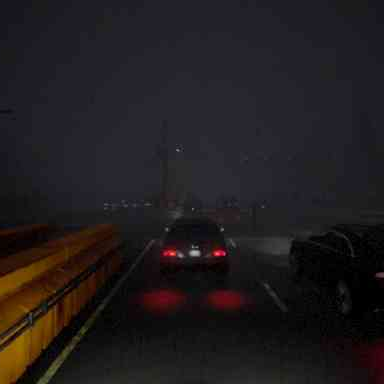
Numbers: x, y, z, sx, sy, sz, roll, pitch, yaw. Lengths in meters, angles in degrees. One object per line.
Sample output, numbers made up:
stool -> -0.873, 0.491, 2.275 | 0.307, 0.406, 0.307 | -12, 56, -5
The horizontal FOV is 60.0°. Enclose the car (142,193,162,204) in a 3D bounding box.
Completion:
car -> -7.048, 1.341, 58.851 | 2.033, 1.411, 5.357 | 0, 0, 1

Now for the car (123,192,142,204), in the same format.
car -> -10.552, 1.012, 59.075 | 2.150, 2.045, 5.566 | 0, 0, 0

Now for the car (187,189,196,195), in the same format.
car -> -0.108, 0.748, 78.816 | 1.882, 1.535, 5.008 | 0, 4, 0

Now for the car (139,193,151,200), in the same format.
car -> -10.586, 1.018, 74.832 | 2.033, 1.411, 5.357 | 0, 2, 0

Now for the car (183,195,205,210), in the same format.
car -> 0.097, 1.382, 34.704 | 1.837, 1.490, 4.892 | 0, 0, 0

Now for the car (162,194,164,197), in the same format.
car -> -7.083, 1.043, 74.374 | 2.033, 1.411, 5.357 | 0, 2, 0

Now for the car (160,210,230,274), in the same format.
car -> 0.081, 1.510, 10.444 | 2.033, 1.411, 5.357 | 0, 0, 0

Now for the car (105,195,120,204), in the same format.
car -> -14.053, 1.298, 58.951 | 1.837, 1.490, 4.892 | 0, 0, 0

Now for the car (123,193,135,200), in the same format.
car -> -14.083, 1.055, 74.377 | 1.994, 1.385, 4.181 | 0, 2, 0

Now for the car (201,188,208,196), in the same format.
car -> 3.336, -0.055, 88.850 | 1.837, 1.490, 4.892 | 0, 7, 0

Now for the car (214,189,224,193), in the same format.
car -> 6.892, 0.770, 78.856 | 1.837, 1.490, 4.892 | 0, 4, 0

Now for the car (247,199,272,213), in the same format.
car -> 7.096, 1.440, 35.086 | 1.994, 1.385, 4.181 | 0, 0, 0

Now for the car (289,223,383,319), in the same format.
car -> 3.568, 1.466, 7.269 | 2.128, 1.511, 4.902 | 0, 0, 0

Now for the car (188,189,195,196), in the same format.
car -> -0.164, -0.003, 88.837 | 1.994, 1.385, 4.181 | 0, 7, 0

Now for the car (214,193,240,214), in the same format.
car -> 3.596, 1.231, 34.326 | 2.097, 1.767, 4.553 | 0, 0, 0

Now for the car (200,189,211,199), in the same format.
car -> 3.390, 0.794, 79.242 | 1.994, 1.385, 4.181 | 0, 5, 0
